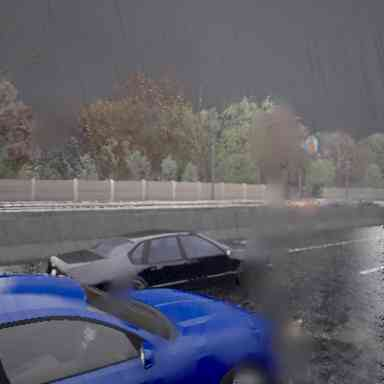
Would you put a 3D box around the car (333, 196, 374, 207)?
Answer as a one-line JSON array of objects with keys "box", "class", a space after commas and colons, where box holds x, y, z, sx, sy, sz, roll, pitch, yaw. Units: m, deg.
[{"box": [19.706, 1.480, 39.572, 5.566, 2.045, 2.150, 1, 0, -35], "class": "car"}]

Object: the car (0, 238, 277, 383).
[{"box": [-1.412, 1.480, 2.739, 5.008, 1.535, 1.882, 0, 0, -36], "class": "car"}]

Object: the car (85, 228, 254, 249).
[{"box": [-0.537, 1.572, 7.665, 5.357, 1.411, 2.033, 1, 0, -36], "class": "car"}]

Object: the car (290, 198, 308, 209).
[{"box": [15.336, 1.608, 45.049, 4.553, 1.767, 2.097, 0, 0, -35], "class": "car"}]

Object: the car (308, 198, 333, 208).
[{"box": [17.360, 1.733, 42.196, 5.008, 1.535, 1.882, 0, 0, -35], "class": "car"}]

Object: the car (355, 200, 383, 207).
[{"box": [19.713, 1.842, 35.278, 4.718, 1.301, 1.895, 0, 0, -36], "class": "car"}]
